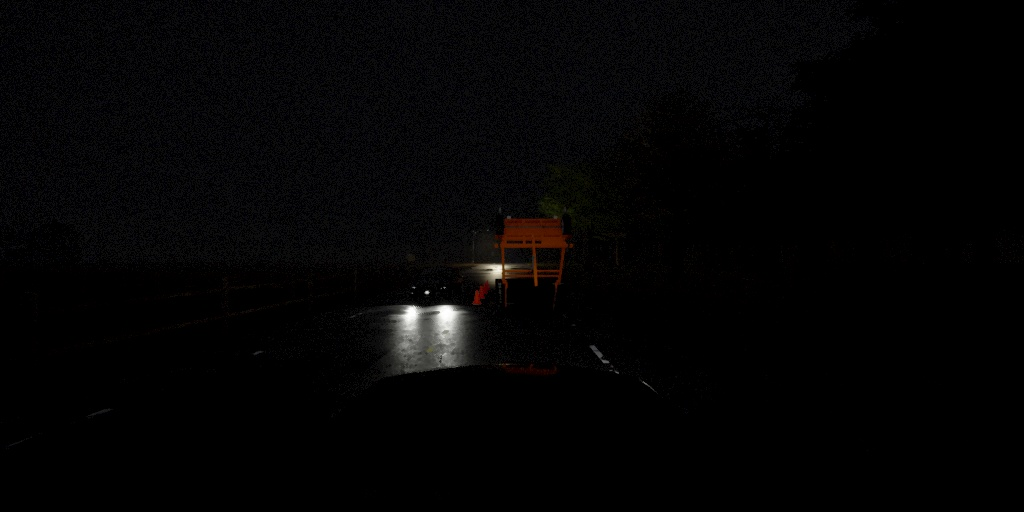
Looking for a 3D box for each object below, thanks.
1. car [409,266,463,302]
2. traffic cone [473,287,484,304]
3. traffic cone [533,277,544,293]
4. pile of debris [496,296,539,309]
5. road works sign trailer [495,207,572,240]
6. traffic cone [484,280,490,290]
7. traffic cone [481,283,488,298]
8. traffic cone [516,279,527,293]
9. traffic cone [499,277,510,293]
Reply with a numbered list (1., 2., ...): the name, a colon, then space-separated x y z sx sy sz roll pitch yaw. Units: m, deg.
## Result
1. car: -3.462 1.242 17.077 1.837 1.490 4.892 0 0 0
2. traffic cone: -1.453 1.694 14.895 0.340 0.580 0.340 0 0 0
3. traffic cone: 1.557 1.688 20.888 0.340 0.580 0.340 0 0 0
4. pile of debris: 0.031 1.904 14.898 1.860 0.140 1.500 0 0 0
5. road works sign trailer: 0.635 -2.366 10.103 2.380 3.560 2.880 0 0 0
6. traffic cone: -1.445 1.690 18.895 0.340 0.580 0.340 0 0 0
7. traffic cone: -1.449 1.692 16.895 0.340 0.580 0.340 0 0 0
8. traffic cone: 0.558 1.688 20.890 0.340 0.580 0.340 0 0 0
9. traffic cone: -0.441 1.688 20.893 0.340 0.580 0.340 0 0 0
